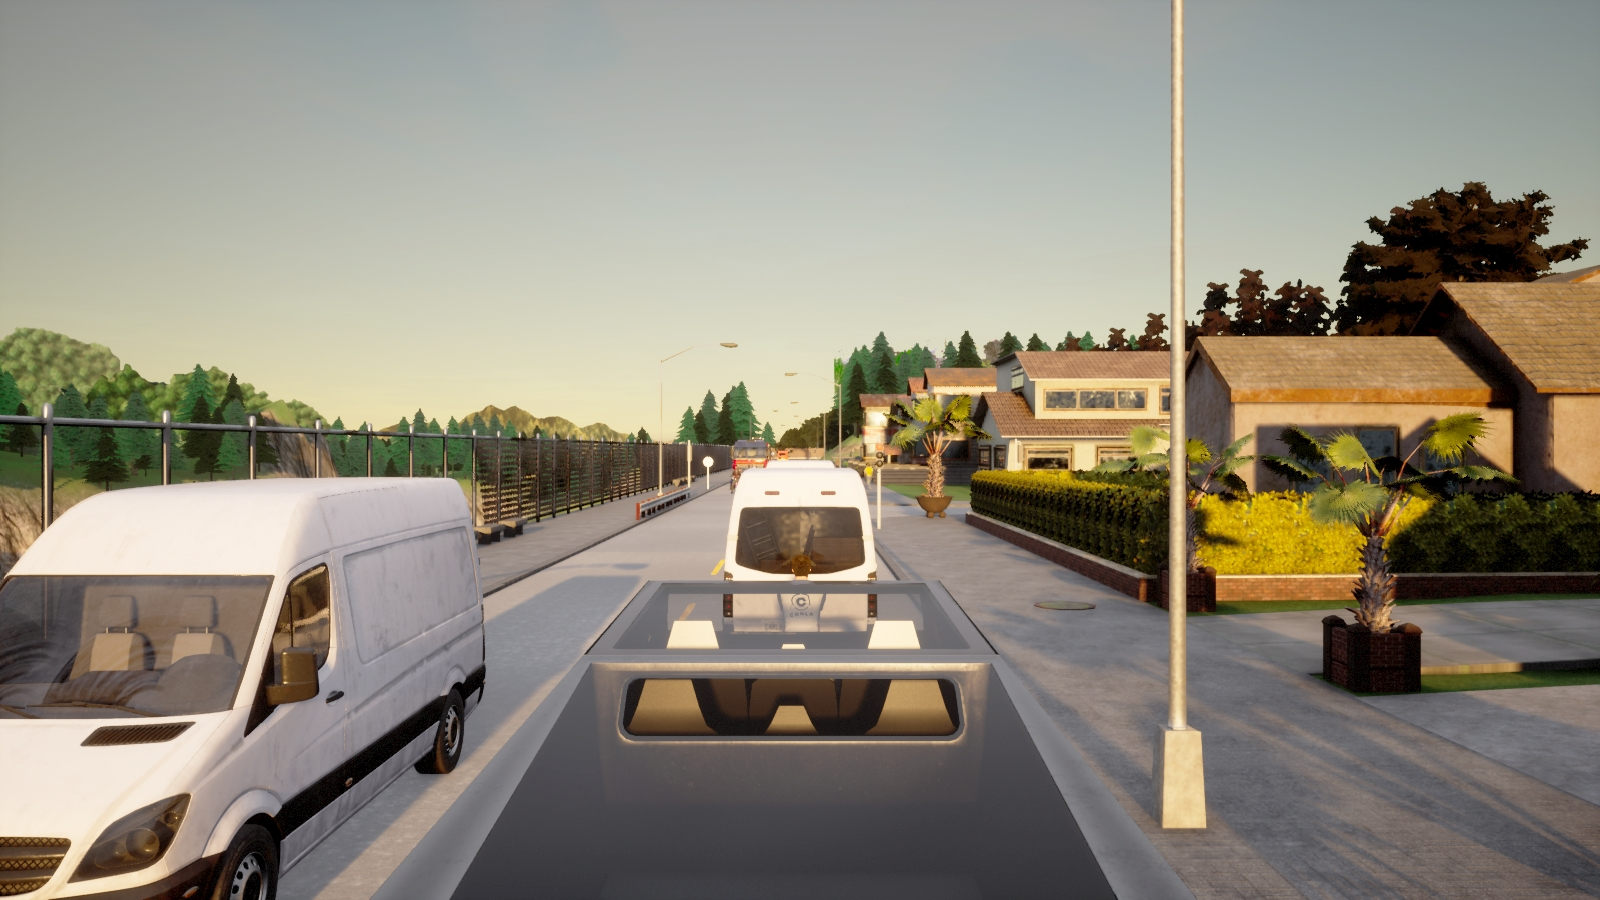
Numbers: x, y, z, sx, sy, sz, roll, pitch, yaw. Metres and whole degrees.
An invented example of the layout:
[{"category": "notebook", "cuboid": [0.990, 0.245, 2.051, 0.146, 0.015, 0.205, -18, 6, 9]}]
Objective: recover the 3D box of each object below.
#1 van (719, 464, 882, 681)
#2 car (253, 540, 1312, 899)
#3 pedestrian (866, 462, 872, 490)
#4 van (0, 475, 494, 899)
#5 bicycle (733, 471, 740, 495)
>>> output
[{"category": "van", "cuboid": [0.009, 1.528, 16.844, 1.988, 2.561, 5.915, 0, 0, 0]}, {"category": "car", "cuboid": [-0.034, 1.751, 5.716, 2.390, 2.098, 6.274, 0, 0, 0]}, {"category": "pedestrian", "cuboid": [4.583, 1.714, 75.981, 0.375, 1.860, 0.375, 0, 0, -8]}, {"category": "van", "cuboid": [-3.993, 1.531, 8.228, 1.988, 2.561, 5.915, 0, 0, 0]}, {"category": "bicycle", "cuboid": [-3.968, 2.032, 71.211, 0.329, 1.471, 1.835, 0, 0, 0]}]
